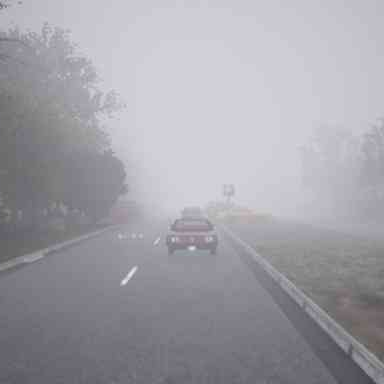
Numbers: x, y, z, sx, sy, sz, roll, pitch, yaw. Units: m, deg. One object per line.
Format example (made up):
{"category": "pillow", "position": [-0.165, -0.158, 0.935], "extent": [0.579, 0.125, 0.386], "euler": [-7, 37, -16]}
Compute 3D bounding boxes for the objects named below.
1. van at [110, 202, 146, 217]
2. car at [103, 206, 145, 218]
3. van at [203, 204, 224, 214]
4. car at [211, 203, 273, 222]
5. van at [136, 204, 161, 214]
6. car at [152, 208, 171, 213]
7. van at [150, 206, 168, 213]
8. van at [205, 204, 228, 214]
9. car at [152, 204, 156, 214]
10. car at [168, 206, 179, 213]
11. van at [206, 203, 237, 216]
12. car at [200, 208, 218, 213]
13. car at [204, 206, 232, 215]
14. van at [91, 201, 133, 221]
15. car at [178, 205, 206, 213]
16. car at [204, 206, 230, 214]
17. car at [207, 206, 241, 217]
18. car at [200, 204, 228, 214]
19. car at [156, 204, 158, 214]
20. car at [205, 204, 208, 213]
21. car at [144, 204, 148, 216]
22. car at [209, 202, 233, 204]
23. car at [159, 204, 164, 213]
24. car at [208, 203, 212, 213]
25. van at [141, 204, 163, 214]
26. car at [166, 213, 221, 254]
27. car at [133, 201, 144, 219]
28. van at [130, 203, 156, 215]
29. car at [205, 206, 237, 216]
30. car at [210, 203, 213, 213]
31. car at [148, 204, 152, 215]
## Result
{"category": "van", "position": [-8.645, 2.409, 45.001], "extent": [4.442, 1.987, 1.878], "euler": [0, -3, 0]}
{"category": "car", "position": [-8.523, 2.513, 42.223], "extent": [4.892, 1.521, 2.231], "euler": [0, -3, 0]}
{"category": "van", "position": [4.675, 3.689, 72.509], "extent": [4.442, 1.987, 1.878], "euler": [0, -3, 0]}
{"category": "car", "position": [4.733, 2.058, 30.929], "extent": [5.366, 1.575, 1.946], "euler": [0, -2, 0]}
{"category": "van", "position": [-8.406, 3.268, 64.373], "extent": [4.442, 1.987, 1.878], "euler": [0, -3, 0]}
{"category": "car", "position": [-8.510, 5.094, 91.998], "extent": [5.008, 1.535, 2.097], "euler": [0, -3, 0]}
{"category": "van", "position": [-8.634, 4.526, 86.357], "extent": [4.442, 1.987, 1.878], "euler": [0, -3, 0]}
{"category": "van", "position": [4.673, 3.261, 64.207], "extent": [4.442, 1.987, 1.878], "euler": [0, -3, 0]}
{"category": "car", "position": [-8.522, 2.875, 50.401], "extent": [5.008, 1.535, 2.097], "euler": [0, -3, 0]}
{"category": "car", "position": [-3.481, 3.786, 72.521], "extent": [2.097, 1.767, 4.553], "euler": [0, -3, 0]}
{"category": "van", "position": [4.436, 2.646, 50.340], "extent": [4.442, 1.987, 1.878], "euler": [0, -3, 0]}
{"category": "car", "position": [4.558, 5.089, 91.893], "extent": [4.892, 1.521, 2.231], "euler": [0, -3, 0]}
{"category": "car", "position": [4.585, 3.270, 58.648], "extent": [4.792, 1.488, 2.163], "euler": [0, -3, 0]}
{"category": "van", "position": [-8.649, 1.938, 33.811], "extent": [4.442, 1.987, 1.878], "euler": [0, -2, 0]}
{"category": "car", "position": [0.011, 2.036, 29.335], "extent": [1.837, 1.490, 4.892], "euler": [0, -2, 0]}
{"category": "car", "position": [4.553, 3.404, 61.422], "extent": [4.674, 1.452, 2.002], "euler": [0, -3, 0]}
{"category": "car", "position": [4.550, 2.789, 47.555], "extent": [4.674, 1.452, 2.002], "euler": [0, -3, 0]}
{"category": "car", "position": [4.530, 3.496, 69.739], "extent": [5.566, 2.045, 2.435], "euler": [0, -3, 0]}
{"category": "car", "position": [-8.521, 3.003, 53.294], "extent": [5.008, 1.535, 2.097], "euler": [0, -3, 0]}
{"category": "car", "position": [4.579, 2.252, 42.021], "extent": [5.566, 2.045, 2.435], "euler": [0, -3, 0]}
{"category": "car", "position": [-8.345, 2.388, 39.458], "extent": [5.366, 1.575, 1.946], "euler": [0, -2, 0]}
{"category": "car", "position": [4.519, 2.257, 39.246], "extent": [4.553, 1.767, 2.185], "euler": [0, -3, 0]}
{"category": "car", "position": [-8.339, 3.368, 61.597], "extent": [5.366, 1.575, 1.946], "euler": [0, -3, 0]}
{"category": "car", "position": [4.543, 2.267, 36.466], "extent": [5.008, 1.535, 2.097], "euler": [0, -2, 0]}
{"category": "van", "position": [-8.405, 3.523, 69.758], "extent": [4.442, 1.987, 1.878], "euler": [0, -3, 0]}
{"category": "car", "position": [0.005, 1.758, 14.119], "extent": [1.895, 1.301, 4.718], "euler": [0, -1, 0]}
{"category": "car", "position": [-8.558, 2.023, 36.702], "extent": [5.566, 2.045, 2.435], "euler": [0, -2, 0]}
{"category": "van", "position": [-8.642, 3.023, 58.839], "extent": [4.442, 1.987, 1.878], "euler": [0, -3, 0]}
{"category": "car", "position": [4.548, 2.995, 53.104], "extent": [5.008, 1.535, 2.097], "euler": [0, -3, 0]}
{"category": "car", "position": [4.543, 2.161, 33.696], "extent": [4.892, 1.521, 2.231], "euler": [0, -2, 0]}
{"category": "car", "position": [-8.496, 2.632, 47.763], "extent": [4.553, 1.767, 2.185], "euler": [0, -3, 0]}
